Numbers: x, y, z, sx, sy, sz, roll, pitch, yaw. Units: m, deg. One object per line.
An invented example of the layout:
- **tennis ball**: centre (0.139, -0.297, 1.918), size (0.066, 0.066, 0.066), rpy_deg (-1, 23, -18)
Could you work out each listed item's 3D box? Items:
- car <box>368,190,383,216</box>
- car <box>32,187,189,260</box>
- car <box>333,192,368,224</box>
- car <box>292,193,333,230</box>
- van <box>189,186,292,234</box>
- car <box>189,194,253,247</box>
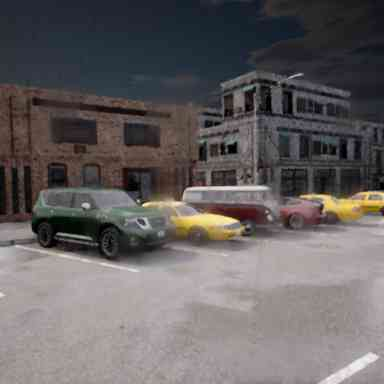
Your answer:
- **car**: centre (11.120, 0.680, 21.404), size (5.366, 1.575, 1.946), rpy_deg (0, 2, 35)
- **car**: centre (-3.159, 0.865, 11.235), size (5.566, 2.045, 2.435), rpy_deg (0, 2, 35)
- **car**: centre (6.304, 0.823, 18.068), size (5.366, 1.575, 1.946), rpy_deg (0, 2, 35)
- **car**: centre (4.021, 0.928, 16.303), size (4.792, 1.488, 2.163), rpy_deg (0, 2, 35)
- **van**: centre (1.733, 0.745, 14.544), size (4.442, 1.987, 1.878), rpy_deg (0, 1, 35)
- **car**: centre (-0.618, 1.039, 12.830), size (5.366, 1.575, 1.946), rpy_deg (0, 1, 35)
